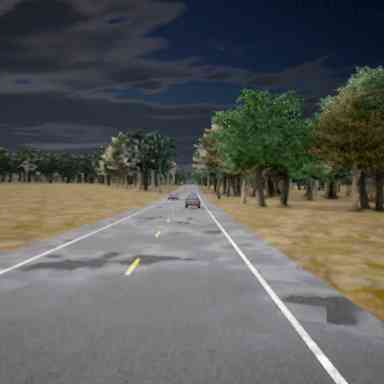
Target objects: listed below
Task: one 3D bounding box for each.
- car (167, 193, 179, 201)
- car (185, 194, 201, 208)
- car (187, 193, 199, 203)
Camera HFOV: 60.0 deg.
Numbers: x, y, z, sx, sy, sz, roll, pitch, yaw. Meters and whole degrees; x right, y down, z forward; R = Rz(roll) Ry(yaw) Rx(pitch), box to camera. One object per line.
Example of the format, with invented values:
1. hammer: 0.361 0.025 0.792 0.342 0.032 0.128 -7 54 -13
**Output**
1. car: -3.531 0.899 62.261 1.994 1.385 4.181 0 1 1
2. car: 0.095 1.206 42.826 2.128 1.511 4.902 0 1 0
3. car: 0.105 1.028 56.382 2.033 1.411 5.357 0 1 -1
